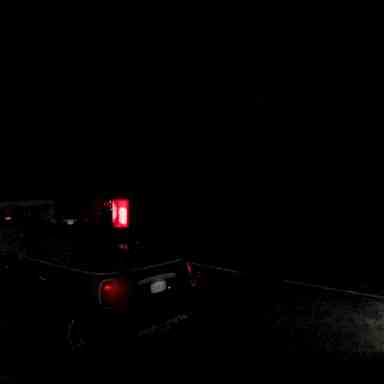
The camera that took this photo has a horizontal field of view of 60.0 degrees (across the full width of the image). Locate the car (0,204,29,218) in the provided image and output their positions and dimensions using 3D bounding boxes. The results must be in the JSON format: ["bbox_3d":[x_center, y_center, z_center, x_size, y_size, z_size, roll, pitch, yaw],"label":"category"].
[{"bbox_3d":[-19.736,2.053,36.738,1.994,1.385,4.181,0,-1,-10],"label":"car"}]

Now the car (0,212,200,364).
[{"bbox_3d":[-2.066,1.432,6.302,4.553,1.767,2.097,-1,-1,42],"label":"car"}]

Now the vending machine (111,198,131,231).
[{"bbox_3d":[-4.659,1.457,21.731,1.100,2.100,0.880,0,-1,-27],"label":"vending machine"}]

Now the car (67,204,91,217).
[{"bbox_3d":[-13.011,2.082,38.440,1.895,1.301,4.718,0,-1,-9],"label":"car"}]

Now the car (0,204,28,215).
[{"bbox_3d":[-13.822,1.881,24.896,2.033,1.411,5.357,0,-1,-17],"label":"car"}]

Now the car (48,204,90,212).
[{"bbox_3d":[-7.142,1.587,18.447,2.097,1.767,4.553,0,-1,-30],"label":"car"}]
